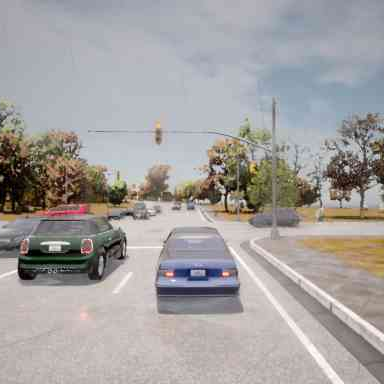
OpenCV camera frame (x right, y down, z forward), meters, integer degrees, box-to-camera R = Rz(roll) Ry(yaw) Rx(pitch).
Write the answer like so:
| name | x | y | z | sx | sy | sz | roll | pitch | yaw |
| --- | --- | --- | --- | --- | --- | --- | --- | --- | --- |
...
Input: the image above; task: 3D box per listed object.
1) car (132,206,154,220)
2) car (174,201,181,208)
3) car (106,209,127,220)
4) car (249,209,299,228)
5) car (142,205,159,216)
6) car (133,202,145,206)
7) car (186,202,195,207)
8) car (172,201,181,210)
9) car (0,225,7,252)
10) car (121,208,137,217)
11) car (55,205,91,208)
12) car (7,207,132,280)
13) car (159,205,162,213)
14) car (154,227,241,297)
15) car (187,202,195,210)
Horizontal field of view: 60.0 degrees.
| name | x | y | z | sx | sy | sz | roll | pitch | yaw |
| --- | --- | --- | --- | --- | --- | --- | --- | --- | --- |
| car | -7.235 | 3.155 | 47.768 | 2.128 | 1.511 | 4.902 | 0 | -2 | 1 |
| car | -3.860 | 3.243 | 87.838 | 1.837 | 1.490 | 4.892 | 0 | 0 | -4 |
| car | -10.776 | 3.205 | 47.570 | 2.033 | 1.411 | 5.357 | 0 | -2 | -3 |
| car | 7.125 | 2.434 | 29.298 | 4.181 | 1.385 | 1.994 | 0 | -3 | -5 |
| car | -7.255 | 3.429 | 57.660 | 1.812 | 1.442 | 4.674 | 0 | -1 | 0 |
| car | -10.709 | 3.199 | 68.205 | 2.150 | 2.045 | 5.566 | 0 | 0 | 0 |
| car | -0.362 | 3.299 | 87.934 | 1.994 | 1.385 | 4.181 | 0 | 0 | -4 |
| car | -3.736 | 3.533 | 77.806 | 1.895 | 1.301 | 4.718 | 0 | 0 | 0 |
| car | -6.796 | 1.759 | 14.226 | 1.812 | 1.442 | 4.674 | 0 | -2 | 5 |
| car | -10.758 | 3.501 | 57.447 | 1.895 | 1.301 | 4.718 | 0 | -1 | 0 |
| car | -12.864 | 2.305 | 33.876 | 5.566 | 2.045 | 2.150 | 0 | -3 | 6 |
| car | -3.448 | 1.485 | 10.487 | 2.097 | 1.767 | 4.553 | 0 | -1 | 0 |
| car | -7.219 | 3.483 | 67.950 | 1.837 | 1.490 | 4.892 | 0 | 0 | 0 |
| car | 0.065 | 1.645 | 8.873 | 2.033 | 1.411 | 5.357 | 0 | -1 | -1 |
| car | -0.236 | 3.462 | 77.751 | 1.812 | 1.442 | 4.674 | 0 | 0 | 0 |
